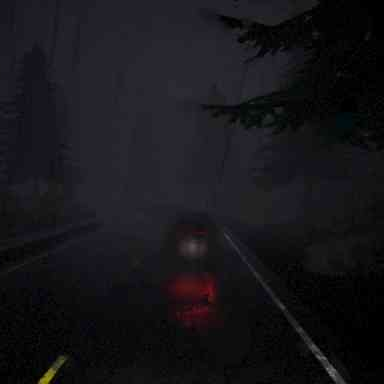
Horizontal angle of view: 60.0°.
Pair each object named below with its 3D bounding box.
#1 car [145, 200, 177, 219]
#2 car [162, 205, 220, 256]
[{"bbox_3d":[-2.607,1.466,29.167,1.882,1.535,5.008,0,0,-26],"label":"car"},{"bbox_3d":[0.045,1.501,13.057,1.837,1.490,4.892,0,0,1],"label":"car"}]
